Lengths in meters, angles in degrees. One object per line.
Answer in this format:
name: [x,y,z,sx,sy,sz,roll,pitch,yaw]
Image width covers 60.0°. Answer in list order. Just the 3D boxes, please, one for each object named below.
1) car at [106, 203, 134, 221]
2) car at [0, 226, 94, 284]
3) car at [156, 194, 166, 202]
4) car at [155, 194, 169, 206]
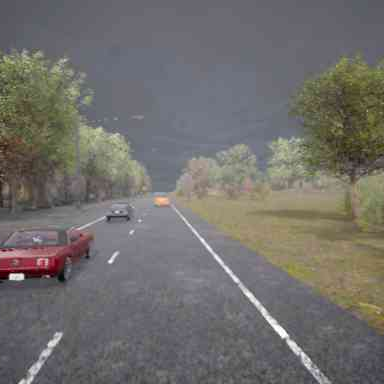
car: [-5.939,1.589,27.830,2.033,1.411,5.357,-1,0,-5]
car: [-4.223,1.660,9.840,1.895,1.301,4.718,-1,0,-5]
car: [-6.840,1.284,73.106,2.097,1.767,4.553,-1,0,-5]
car: [-4.804,1.295,52.755,2.097,1.767,4.553,-1,0,-5]
